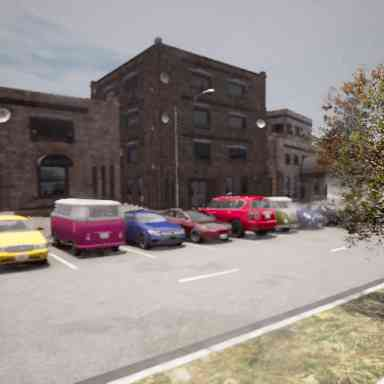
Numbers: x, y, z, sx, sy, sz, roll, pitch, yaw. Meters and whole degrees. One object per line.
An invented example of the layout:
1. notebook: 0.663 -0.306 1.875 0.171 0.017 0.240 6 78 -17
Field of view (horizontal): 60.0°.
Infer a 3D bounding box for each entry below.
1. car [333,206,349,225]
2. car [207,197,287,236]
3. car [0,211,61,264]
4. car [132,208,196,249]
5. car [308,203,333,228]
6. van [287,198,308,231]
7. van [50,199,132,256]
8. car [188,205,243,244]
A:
1. car: 8.489 1.534 23.468 2.231 1.521 4.892 0 0 -39
2. car: 2.034 1.283 18.319 2.435 2.045 5.566 0 0 -38
3. car: -6.383 1.501 11.561 1.946 1.575 5.366 0 0 -36
4. car: -2.144 1.564 14.988 2.002 1.452 4.674 0 0 -37
5. car: 6.318 1.409 21.772 2.185 1.767 4.553 0 0 -39
6. van: 4.261 1.308 19.930 1.878 1.987 4.442 0 0 -39
7. van: -4.374 1.290 13.439 1.878 1.987 4.442 0 0 -37
8. car: -0.063 1.560 16.574 2.163 1.488 4.792 0 0 -38
